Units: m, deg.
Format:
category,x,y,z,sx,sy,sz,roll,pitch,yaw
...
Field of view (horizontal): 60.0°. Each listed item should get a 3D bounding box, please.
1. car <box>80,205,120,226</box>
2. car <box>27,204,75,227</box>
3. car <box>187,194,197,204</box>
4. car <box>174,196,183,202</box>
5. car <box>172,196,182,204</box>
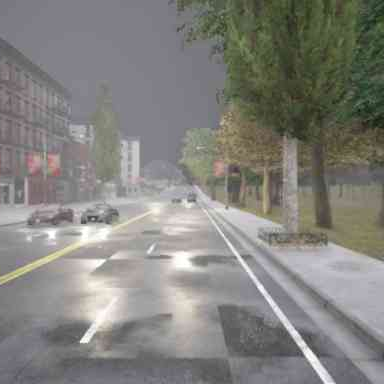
category,x,y,z,sx,sy,sz,roll,pitch,yaw
car,-6.534,1.612,24.010,1.994,1.385,4.181,0,0,1
car,-9.789,1.572,23.486,1.812,1.442,4.674,0,0,1
car,0.007,1.648,68.373,1.837,1.490,4.892,0,0,0
car,-3.242,1.586,77.989,1.895,1.301,4.718,0,0,0
car,-3.243,1.673,69.202,1.812,1.442,4.674,0,0,0
